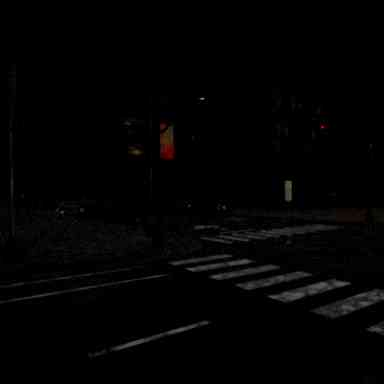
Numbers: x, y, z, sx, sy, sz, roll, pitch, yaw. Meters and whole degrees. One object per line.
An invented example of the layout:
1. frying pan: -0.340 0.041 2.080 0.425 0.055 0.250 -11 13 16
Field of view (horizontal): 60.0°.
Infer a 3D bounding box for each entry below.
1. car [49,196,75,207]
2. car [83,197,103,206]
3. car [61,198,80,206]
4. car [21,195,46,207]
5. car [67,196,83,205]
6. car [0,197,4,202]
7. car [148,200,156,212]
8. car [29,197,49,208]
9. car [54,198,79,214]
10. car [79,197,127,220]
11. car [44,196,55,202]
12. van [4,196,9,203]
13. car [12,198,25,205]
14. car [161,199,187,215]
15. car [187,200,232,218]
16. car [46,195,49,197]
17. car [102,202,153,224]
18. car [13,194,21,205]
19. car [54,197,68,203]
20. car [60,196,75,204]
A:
1. car: -20.557 1.719 52.575 2.128 1.511 4.902 -1 0 -36
2. car: -17.245 1.689 57.847 1.752 1.417 4.829 -1 0 -36
3. car: -21.742 1.779 59.394 1.994 1.385 4.181 -1 0 -36
4. car: -27.245 1.608 57.173 2.192 1.841 5.009 -1 0 -36
5. car: -23.457 1.648 66.536 1.967 1.590 4.097 -1 0 -36
6. car: -46.173 1.874 83.660 1.967 1.590 4.097 -1 0 -36
7. car: -4.528 1.664 40.055 1.802 1.307 4.206 -1 0 -36
8. car: -24.086 1.853 52.760 1.802 1.307 4.206 -1 0 -36
9. car: -14.523 1.735 39.378 1.752 1.417 4.829 -1 0 -36
10. car: -8.315 1.487 30.686 2.192 1.841 5.009 -1 0 -36
11. car: -36.171 1.828 84.329 1.752 1.417 4.829 -1 0 -36
12. van: -43.019 1.751 79.245 1.690 1.788 3.998 -1 0 -36
13. car: -36.706 1.907 70.417 1.887 1.381 4.507 -1 0 -36
14. car: -1.376 1.504 35.641 1.967 1.590 4.097 -1 0 -36
15. car: 1.778 1.485 31.227 1.967 1.590 4.097 -1 0 -36
16. car: -32.918 1.829 79.777 2.008 1.369 4.403 -1 0 -36
17. car: -5.156 1.719 26.273 1.947 1.339 4.313 -1 0 -36
18. car: -33.555 1.654 66.001 2.192 1.841 5.009 -1 0 -36
19. car: -29.765 1.799 75.363 1.887 1.381 4.507 -1 0 -36
20. car: -26.611 1.671 70.949 1.967 1.590 4.097 -1 0 -36
